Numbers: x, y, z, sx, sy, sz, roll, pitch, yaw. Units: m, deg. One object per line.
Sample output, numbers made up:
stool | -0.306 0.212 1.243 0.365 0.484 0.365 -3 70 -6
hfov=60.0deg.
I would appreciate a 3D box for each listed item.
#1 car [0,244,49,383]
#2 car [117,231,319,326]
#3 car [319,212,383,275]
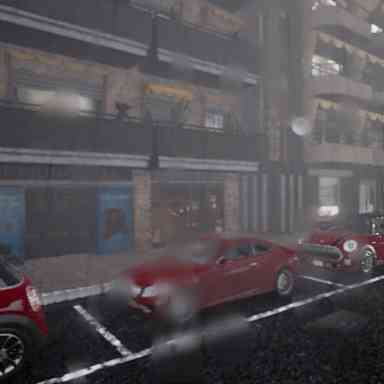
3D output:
car | -3.954 1.446 3.746 4.097 1.590 1.967 0 0 -36
car | 0.547 1.562 6.956 4.206 1.307 1.802 0 0 -36
car | 5.044 1.395 10.165 4.097 1.590 1.967 0 0 -36
